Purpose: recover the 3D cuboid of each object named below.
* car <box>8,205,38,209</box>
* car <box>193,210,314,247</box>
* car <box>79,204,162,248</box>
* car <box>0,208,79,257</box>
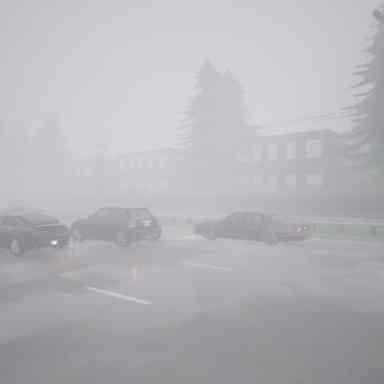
[{"bbox_3d":[-14.286,1.772,27.672,5.357,1.411,2.033,-1,0,36],"label":"car"},{"bbox_3d":[2.661,1.553,15.160,5.357,1.411,2.033,-1,0,36],"label":"car"},{"bbox_3d":[-3.614,1.428,15.441,4.553,1.767,2.097,-1,0,36],"label":"car"},{"bbox_3d":[-6.972,1.613,13.572,4.892,1.490,1.837,-1,0,36],"label":"car"}]
